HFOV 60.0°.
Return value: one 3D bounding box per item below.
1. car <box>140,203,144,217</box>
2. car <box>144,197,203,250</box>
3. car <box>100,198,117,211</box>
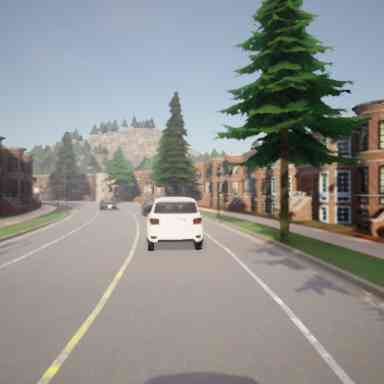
[{"bbox_3d":[-3.967,1.549,32.208,1.812,1.442,4.674,0,0,-13],"label":"car"},{"bbox_3d":[-0.846,1.229,14.596,2.150,2.045,5.566,0,0,-6],"label":"car"},{"bbox_3d":[-10.352,1.534,41.189,2.128,1.511,4.902,0,0,-18],"label":"car"}]
